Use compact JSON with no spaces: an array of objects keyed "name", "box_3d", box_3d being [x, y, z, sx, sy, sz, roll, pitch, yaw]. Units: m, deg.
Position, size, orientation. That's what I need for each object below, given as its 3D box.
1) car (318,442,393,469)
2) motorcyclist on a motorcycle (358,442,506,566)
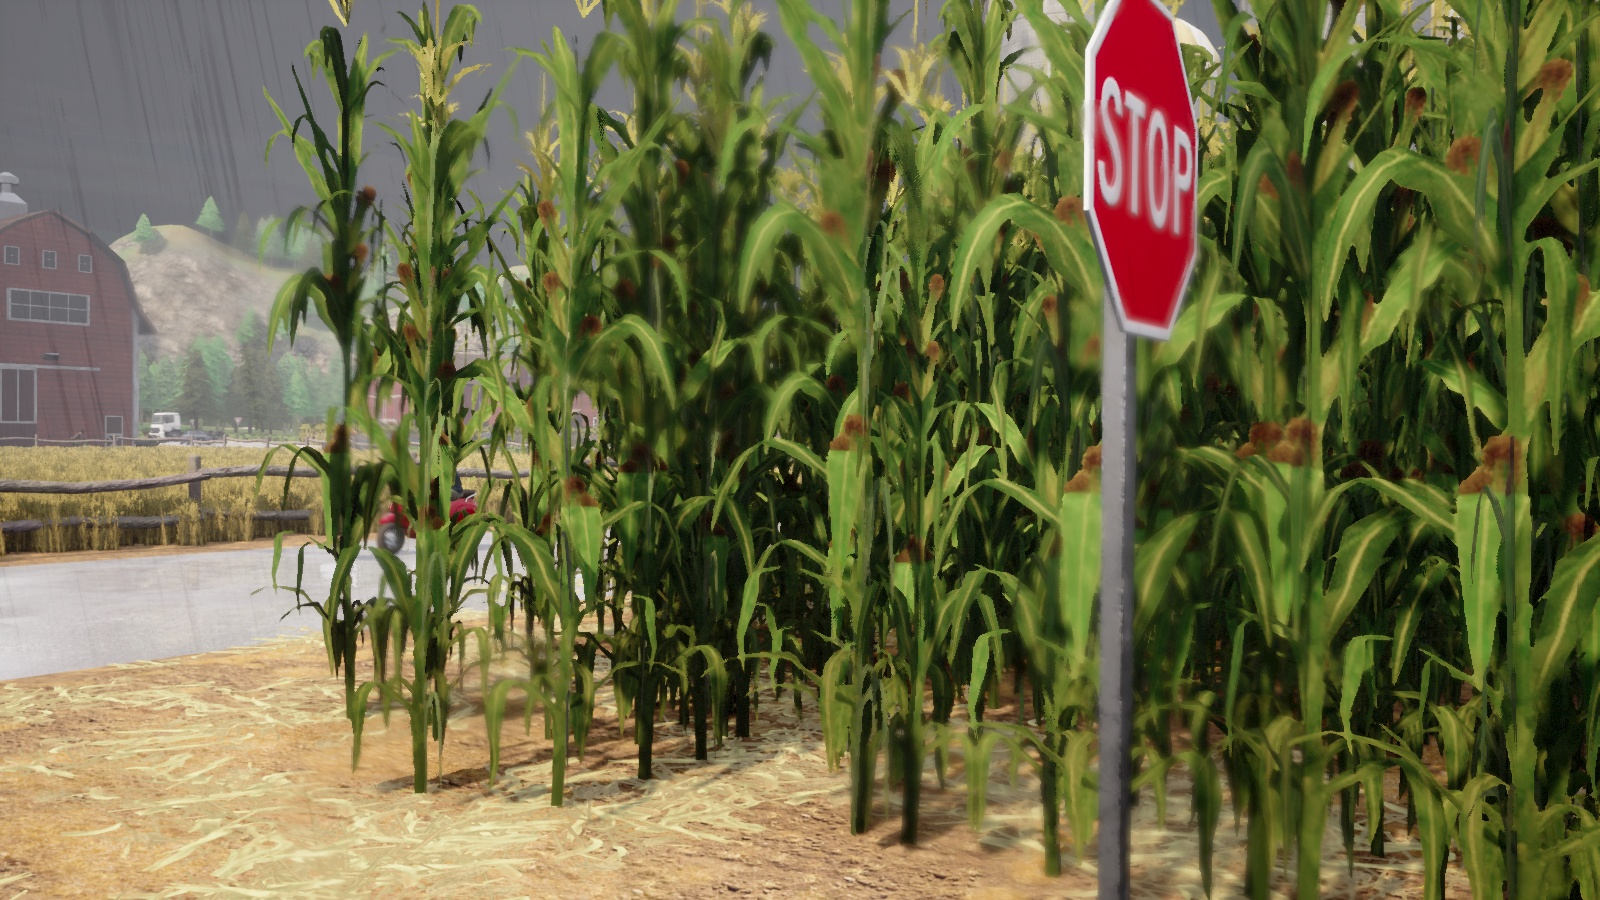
[{"name":"car","box_3d":[-25.211,0.306,71.224,4.193,1.474,1.816,0,1,33]},{"name":"motorcyclist on a motorcycle","box_3d":[-5.014,0.695,17.219,0.866,1.590,1.817,0,1,33]}]
